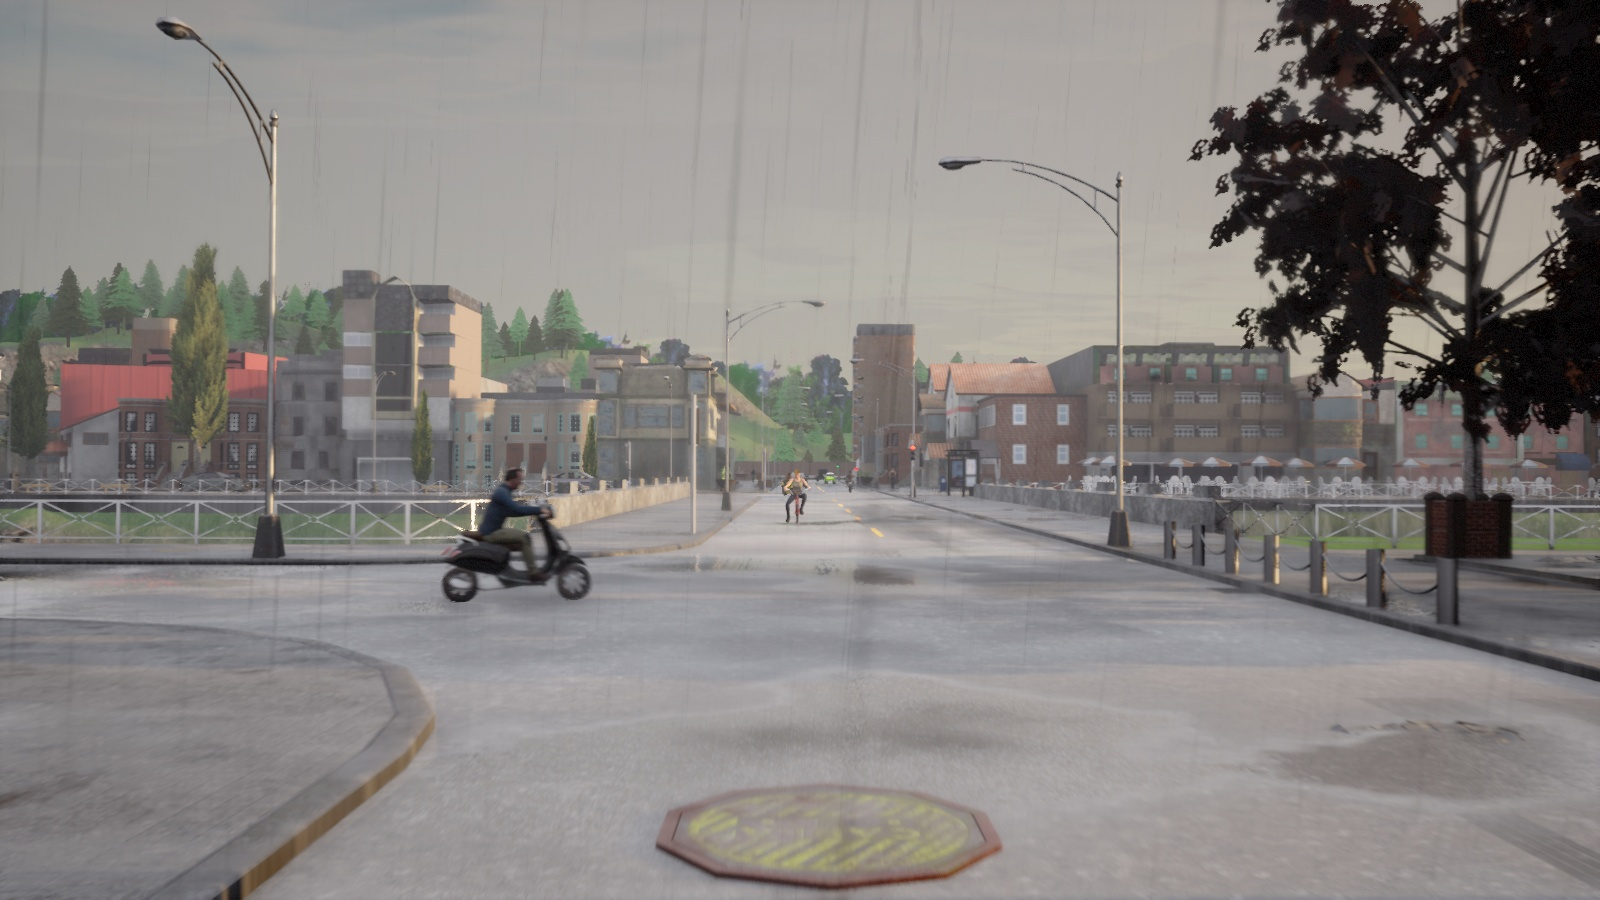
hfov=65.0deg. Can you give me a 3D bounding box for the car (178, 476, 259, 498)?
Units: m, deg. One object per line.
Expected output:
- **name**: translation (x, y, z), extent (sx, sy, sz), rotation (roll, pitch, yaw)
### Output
- **car**: translation (-37.026, 2.366, 80.020), extent (4.181, 1.385, 1.994), rotation (0, -1, 0)

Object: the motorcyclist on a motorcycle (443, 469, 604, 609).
- **motorcyclist on a motorcycle**: translation (-3.291, 1.032, 14.945), extent (1.817, 1.590, 0.866), rotation (0, -2, -14)

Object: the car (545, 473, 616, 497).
- **car**: translation (-13.959, 2.225, 80.077), extent (4.193, 1.474, 1.816), rotation (0, -1, 0)
